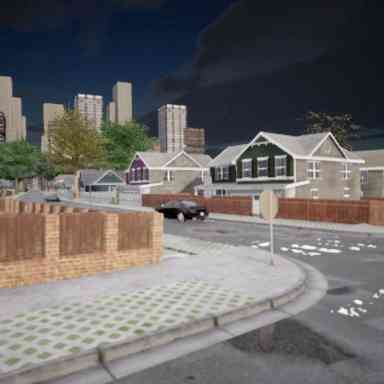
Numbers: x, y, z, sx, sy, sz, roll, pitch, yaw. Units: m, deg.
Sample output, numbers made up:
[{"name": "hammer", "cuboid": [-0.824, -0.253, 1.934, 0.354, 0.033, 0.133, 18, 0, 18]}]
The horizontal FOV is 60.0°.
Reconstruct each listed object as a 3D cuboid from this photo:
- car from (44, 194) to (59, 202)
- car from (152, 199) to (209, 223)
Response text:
[{"name": "car", "cuboid": [-23.529, 0.956, 55.685, 1.994, 1.385, 4.181, -2, 1, -31]}, {"name": "car", "cuboid": [-0.923, 1.257, 23.631, 1.882, 1.535, 5.008, -2, 2, -40]}]
